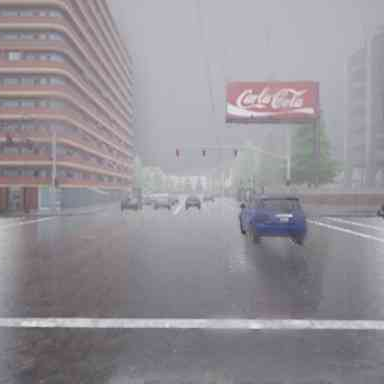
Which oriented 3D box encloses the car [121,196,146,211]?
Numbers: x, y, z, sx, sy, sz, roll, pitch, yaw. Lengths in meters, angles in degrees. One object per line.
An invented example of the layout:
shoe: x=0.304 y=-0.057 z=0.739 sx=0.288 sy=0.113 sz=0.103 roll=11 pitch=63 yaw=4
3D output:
car: x=-7.057 y=1.371 z=39.140 sx=1.882 sy=1.535 sz=5.008 roll=0 pitch=0 yaw=0

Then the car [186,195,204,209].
car: x=0.134 y=1.373 z=43.539 sx=2.128 sy=1.511 sz=4.902 roll=0 pitch=0 yaw=0

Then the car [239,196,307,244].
car: x=3.613 y=1.178 z=15.696 sx=2.150 sy=2.045 sz=5.566 roll=0 pitch=0 yaw=0

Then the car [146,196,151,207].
car: x=-7.047 y=1.358 z=49.153 sx=2.128 sy=1.511 sz=4.902 roll=0 pitch=0 yaw=0

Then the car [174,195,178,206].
car: x=-3.542 y=1.427 z=50.291 sx=1.994 sy=1.385 sz=4.181 roll=0 pitch=0 yaw=0

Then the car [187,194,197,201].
car: x=0.060 y=1.318 z=75.973 sx=2.128 sy=1.511 sz=4.902 roll=0 pitch=0 yaw=0

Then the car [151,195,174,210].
car: x=-3.552 y=1.415 z=40.791 sx=1.812 sy=1.442 sz=4.674 roll=0 pitch=0 yaw=0

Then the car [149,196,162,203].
car: x=-6.978 y=1.425 z=64.442 sx=1.895 sy=1.301 sz=4.718 roll=0 pitch=0 yaw=1

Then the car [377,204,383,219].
car: x=16.290 y=1.157 z=23.586 sx=5.566 sy=2.045 sz=2.150 roll=0 pitch=0 yaw=0

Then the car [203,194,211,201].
car: x=3.563 y=1.256 z=79.038 sx=1.812 sy=1.442 sz=4.674 roll=0 pitch=0 yaw=0

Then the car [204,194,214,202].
car: x=3.556 y=1.160 z=70.214 sx=2.097 sy=1.767 sz=4.553 roll=0 pitch=0 yaw=0
